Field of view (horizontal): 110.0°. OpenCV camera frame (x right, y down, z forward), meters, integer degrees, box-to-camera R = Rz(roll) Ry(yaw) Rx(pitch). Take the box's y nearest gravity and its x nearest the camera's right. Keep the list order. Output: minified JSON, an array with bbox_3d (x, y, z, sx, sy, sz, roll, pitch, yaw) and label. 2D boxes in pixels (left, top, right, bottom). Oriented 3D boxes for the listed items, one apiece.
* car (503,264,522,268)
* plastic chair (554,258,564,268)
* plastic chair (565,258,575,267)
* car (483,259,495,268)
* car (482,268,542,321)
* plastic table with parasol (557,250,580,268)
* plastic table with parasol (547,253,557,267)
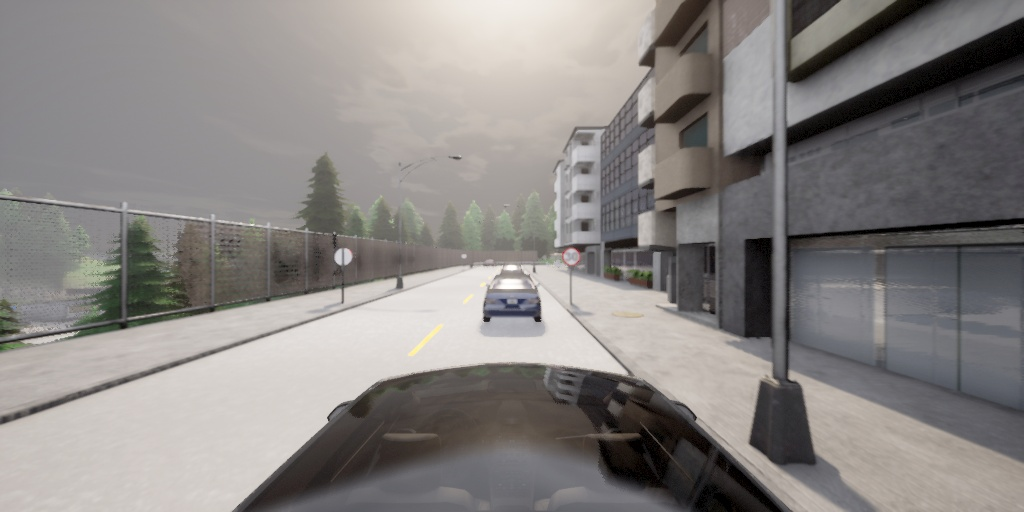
[{"bbox_3d":[0.020,1.310,27.398,2.033,1.411,5.357,0,0,0],"label":"car"},{"bbox_3d":[7.763,1.306,59.131,0.730,1.272,0.750,0,0,10],"label":"plastic chair"},{"bbox_3d":[9.253,1.306,57.512,0.750,1.272,0.730,0,0,10],"label":"plastic chair"},{"bbox_3d":[-4.075,1.306,64.511,1.812,1.442,4.674,0,0,3],"label":"car"},{"bbox_3d":[0.020,1.303,12.398,2.033,1.411,5.357,0,0,0],"label":"car"},{"bbox_3d":[9.242,0.702,58.942,2.482,2.480,2.482,0,0,0],"label":"plastic table with parasol"},{"bbox_3d":[7.780,0.704,63.251,2.482,2.480,2.482,0,0,0],"label":"plastic table with parasol"}]
